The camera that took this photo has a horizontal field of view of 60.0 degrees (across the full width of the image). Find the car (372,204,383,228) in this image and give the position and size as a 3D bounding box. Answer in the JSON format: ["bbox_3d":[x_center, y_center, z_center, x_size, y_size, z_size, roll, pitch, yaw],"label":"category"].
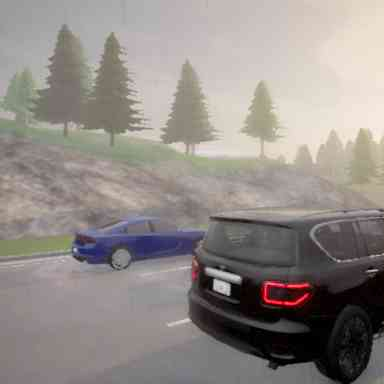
[{"bbox_3d":[14.898,1.629,23.568,4.892,1.490,1.837,0,0,-37],"label":"car"}]

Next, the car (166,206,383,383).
[{"bbox_3d":[2.542,1.261,5.705,5.566,2.045,2.150,0,0,-36],"label":"car"}]

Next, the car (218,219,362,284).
[{"bbox_3d":[3.230,1.673,10.536,4.718,1.301,1.895,0,-1,-36],"label":"car"}]

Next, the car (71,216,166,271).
[{"bbox_3d":[-1.485,1.577,11.428,5.008,1.535,1.882,0,0,-36],"label":"car"}]
